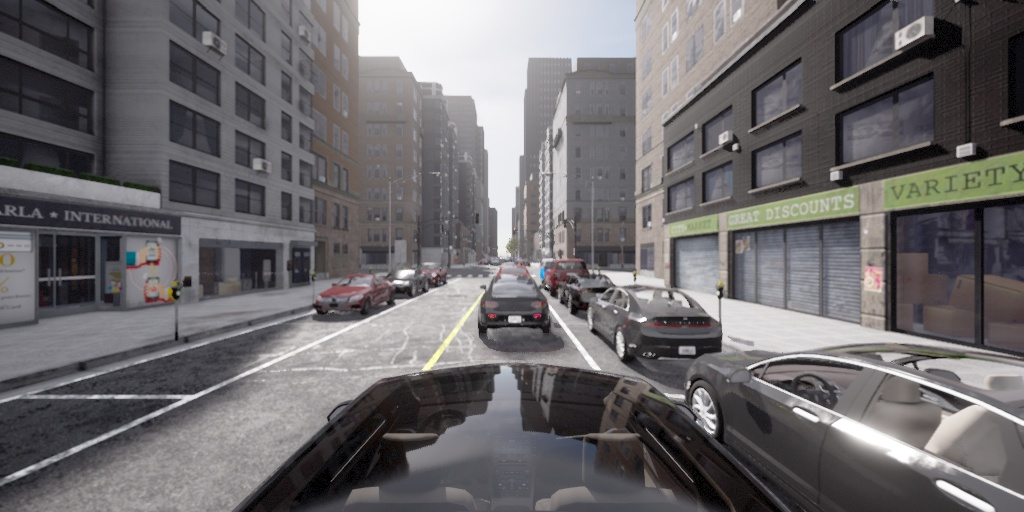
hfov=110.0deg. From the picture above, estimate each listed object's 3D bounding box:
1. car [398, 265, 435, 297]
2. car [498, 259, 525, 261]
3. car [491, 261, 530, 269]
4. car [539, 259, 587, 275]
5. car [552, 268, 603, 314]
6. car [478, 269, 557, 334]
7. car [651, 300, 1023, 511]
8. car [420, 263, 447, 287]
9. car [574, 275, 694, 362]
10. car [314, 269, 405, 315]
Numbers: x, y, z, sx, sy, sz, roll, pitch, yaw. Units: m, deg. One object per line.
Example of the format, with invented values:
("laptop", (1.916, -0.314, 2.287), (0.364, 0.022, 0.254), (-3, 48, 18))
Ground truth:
("car", (-5.694, 1.322, 19.048), (1.948, 1.339, 4.313), (0, 0, 0))
("car", (0.022, 1.264, 28.770), (1.837, 1.490, 4.892), (0, 0, 2))
("car", (0.072, 1.234, 18.598), (1.882, 1.535, 5.008), (0, 0, 0))
("car", (2.832, 1.071, 19.067), (2.192, 1.841, 5.009), (0, 0, 0))
("car", (2.840, 1.320, 13.543), (1.948, 1.339, 4.313), (0, 0, 0))
("car", (0.029, 1.279, 10.468), (1.812, 1.442, 4.674), (0, 0, -1))
("car", (2.857, 1.301, 2.496), (2.007, 1.370, 4.403), (0, 0, 0))
("car", (-5.702, 1.198, 24.573), (1.967, 1.591, 4.097), (0, 0, 0))
("car", (2.849, 1.303, 8.020), (2.007, 1.370, 4.403), (0, 0, 0))
("car", (-5.685, 1.336, 13.523), (1.802, 1.307, 4.207), (0, 0, 0))
